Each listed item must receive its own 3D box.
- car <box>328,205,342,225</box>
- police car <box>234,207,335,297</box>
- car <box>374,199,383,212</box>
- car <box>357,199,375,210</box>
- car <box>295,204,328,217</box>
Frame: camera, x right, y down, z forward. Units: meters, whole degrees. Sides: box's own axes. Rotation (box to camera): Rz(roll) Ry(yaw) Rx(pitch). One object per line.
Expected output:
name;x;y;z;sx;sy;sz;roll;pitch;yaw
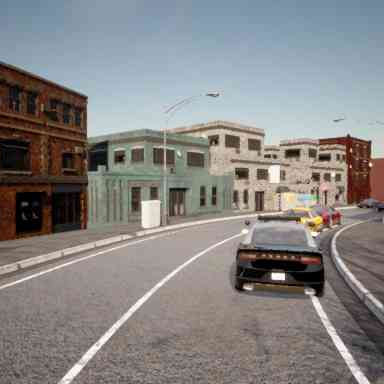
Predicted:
car;8.690;1.557;22.248;1.812;1.442;4.674;1;0;36
police car;2.323;1.428;8.912;1.930;1.638;5.238;0;0;15
car;24.048;1.683;40.147;4.181;1.385;1.994;0;1;-44
car;24.465;1.634;45.552;5.357;1.411;2.033;0;1;-45
car;5.796;1.471;17.656;1.801;1.575;5.366;1;0;28
